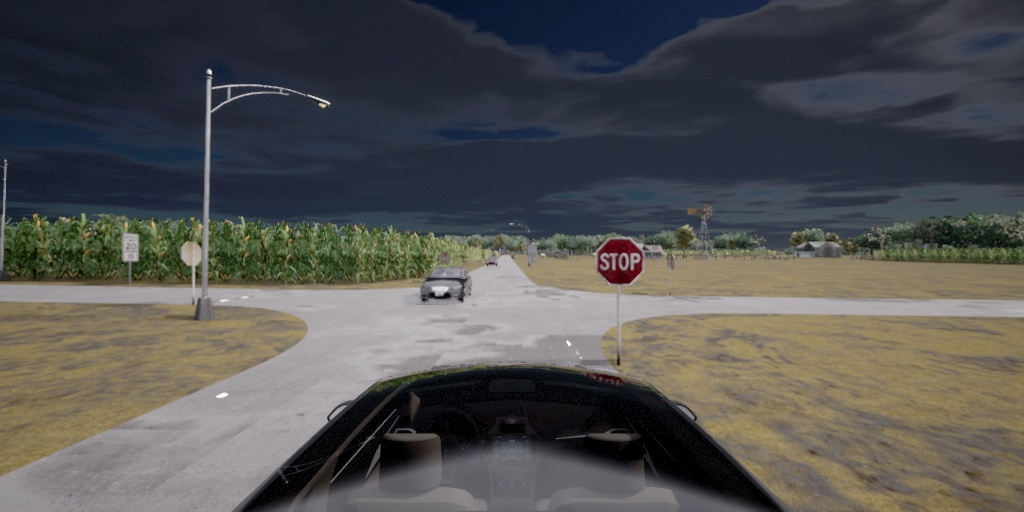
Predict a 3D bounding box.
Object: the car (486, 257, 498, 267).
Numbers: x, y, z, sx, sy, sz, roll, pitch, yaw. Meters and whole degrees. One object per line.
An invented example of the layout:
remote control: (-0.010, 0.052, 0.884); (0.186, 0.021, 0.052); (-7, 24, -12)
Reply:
car: (-3.509, 0.960, 63.612); (2.097, 1.767, 4.553); (0, 0, -1)

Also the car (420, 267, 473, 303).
car: (-2.915, 1.262, 16.750); (2.128, 1.511, 4.902); (1, -1, -1)
